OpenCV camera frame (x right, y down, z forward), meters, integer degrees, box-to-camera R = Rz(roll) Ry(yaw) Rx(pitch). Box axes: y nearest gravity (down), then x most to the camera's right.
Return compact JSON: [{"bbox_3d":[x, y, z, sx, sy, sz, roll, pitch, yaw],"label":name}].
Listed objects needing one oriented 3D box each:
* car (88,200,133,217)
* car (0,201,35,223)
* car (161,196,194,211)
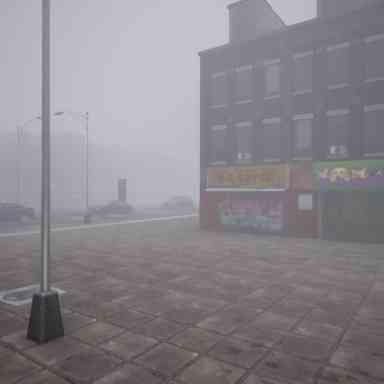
[{"bbox_3d":[-7.555,1.442,31.037,1.812,1.442,4.674,0,0,35],"label":"car"},{"bbox_3d":[-13.391,1.432,22.730,1.882,1.535,5.008,0,0,35],"label":"car"},{"bbox_3d":[-1.662,1.231,39.413,2.097,1.767,4.553,0,0,35],"label":"car"}]
